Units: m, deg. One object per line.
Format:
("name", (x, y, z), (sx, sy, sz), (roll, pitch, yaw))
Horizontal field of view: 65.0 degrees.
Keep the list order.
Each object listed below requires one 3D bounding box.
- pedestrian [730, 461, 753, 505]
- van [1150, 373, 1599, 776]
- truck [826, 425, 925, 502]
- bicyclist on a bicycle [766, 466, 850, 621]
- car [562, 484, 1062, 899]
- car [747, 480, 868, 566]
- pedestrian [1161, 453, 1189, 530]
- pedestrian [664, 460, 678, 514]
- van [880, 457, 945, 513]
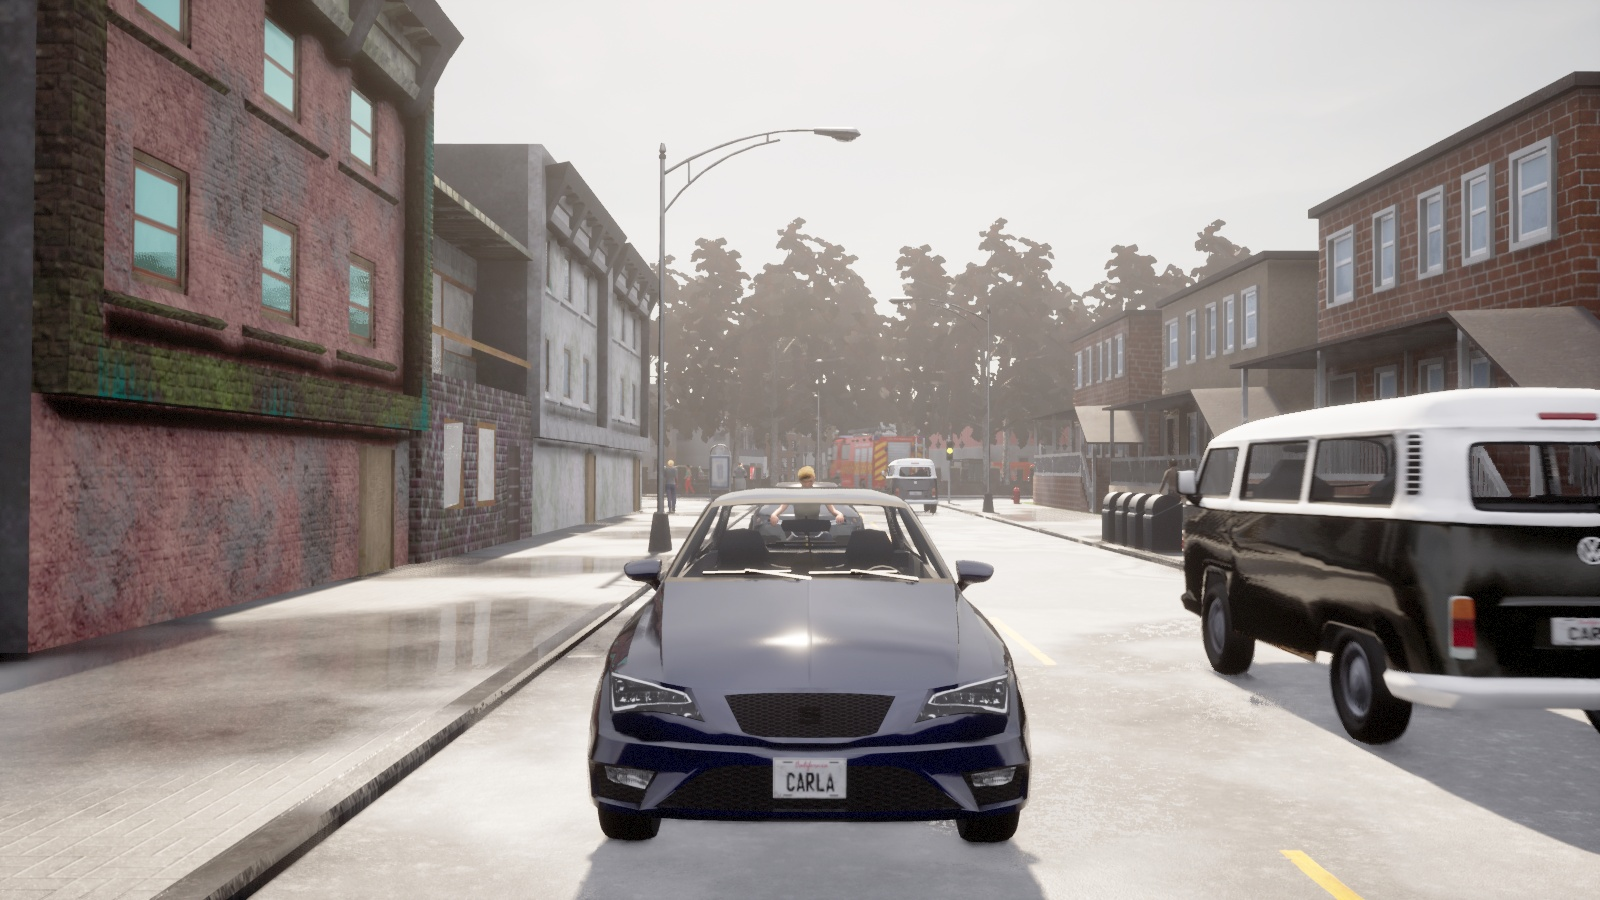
("pedestrian", (-2.636, 1.478, 56.317), (0.659, 1.952, 0.873), (-1, -1, 28))
("van", (4.057, 0.666, 8.615), (2.069, 2.038, 4.480), (0, -1, 0))
("truck", (3.911, 0.765, 67.578), (2.891, 3.827, 8.468), (0, -1, -14))
("bicyclist on a bicycle", (0.084, 0.983, 13.839), (0.866, 1.612, 1.509), (0, -1, 0))
("car", (0.049, 0.940, 6.673), (1.816, 1.474, 4.193), (0, -1, 0))
("car", (0.126, 1.261, 22.824), (1.994, 1.385, 4.181), (0, -1, 0))
("pedestrian", (8.920, 0.989, 29.899), (0.328, 1.805, 0.869), (0, -1, -5))
("pedestrian", (-4.438, 1.266, 43.217), (0.354, 1.836, 0.706), (0, -1, 4))
("van", (4.246, 1.326, 48.081), (2.069, 2.038, 4.480), (0, -1, 0))
